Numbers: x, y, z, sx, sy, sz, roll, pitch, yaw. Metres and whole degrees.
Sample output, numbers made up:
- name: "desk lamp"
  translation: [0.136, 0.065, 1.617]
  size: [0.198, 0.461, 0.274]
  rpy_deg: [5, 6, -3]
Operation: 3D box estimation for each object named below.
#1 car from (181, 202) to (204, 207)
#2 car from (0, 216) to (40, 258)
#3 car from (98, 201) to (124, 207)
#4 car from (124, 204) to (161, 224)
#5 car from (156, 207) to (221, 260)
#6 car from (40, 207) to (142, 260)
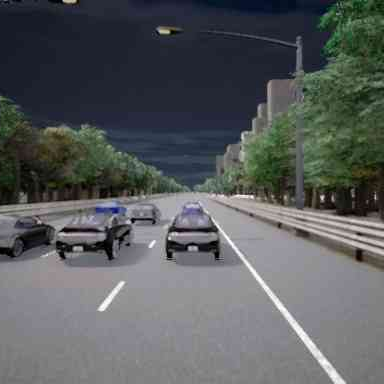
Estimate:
- name: "car"
  translation: [0.060, 1.601, 28.290]
  size: [1.812, 1.442, 4.674]
  rpy_deg: [0, 0, 0]
- name: "car"
  translation: [-6.948, 1.605, 12.943]
  size: [1.994, 1.385, 4.181]
  rpy_deg: [0, 0, 0]
- name: "car"
  translation: [-6.937, 1.555, 28.828]
  size: [1.882, 1.535, 5.008]
  rpy_deg: [0, 0, 0]
- name: "car"
  translation: [-3.465, 1.618, 25.462]
  size: [2.033, 1.411, 5.357]
  rpy_deg: [0, 0, 1]
- name: "car"
  translation: [0.050, 1.530, 12.627]
  size: [2.128, 1.511, 4.902]
  rpy_deg: [0, 0, 0]
- name: "car"
  translation: [-3.451, 1.530, 12.553]
  size: [2.128, 1.511, 4.902]
  rpy_deg: [0, 0, 0]
